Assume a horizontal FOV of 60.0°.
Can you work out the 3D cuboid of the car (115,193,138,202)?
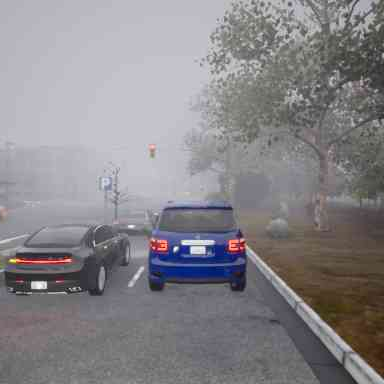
[{"bbox_3d":[-13.598,1.196,68.883,4.553,1.767,2.185,-1,0,-14],"label":"car"}]

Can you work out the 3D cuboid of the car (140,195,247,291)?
[{"bbox_3d":[0.126,1.233,9.187,2.150,2.045,5.566,0,0,0],"label":"car"}]

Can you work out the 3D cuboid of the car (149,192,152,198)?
[{"bbox_3d":[-12.517,1.360,77.887,4.674,1.452,2.002,-1,0,-13],"label":"car"}]

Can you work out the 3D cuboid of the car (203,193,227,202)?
[{"bbox_3d":[4.775,1.142,68.474,4.553,1.767,2.185,1,0,-14],"label":"car"}]

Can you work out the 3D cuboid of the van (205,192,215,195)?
[{"bbox_3d":[4.386,1.043,65.505,4.442,1.987,1.878,1,0,-14],"label":"van"}]

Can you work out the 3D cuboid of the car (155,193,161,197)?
[{"bbox_3d":[-11.316,1.358,86.869,4.674,1.452,2.002,-1,0,-12],"label":"car"}]

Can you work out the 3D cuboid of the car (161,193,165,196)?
[{"bbox_3d":[-10.861,1.065,89.875,5.566,2.045,2.435,-1,0,-12],"label":"car"}]

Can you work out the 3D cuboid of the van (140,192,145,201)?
[{"bbox_3d":[-13.127,1.093,71.922,4.442,1.987,1.878,-1,0,-14],"label":"van"}]

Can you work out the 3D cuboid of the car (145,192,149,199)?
[{"bbox_3d":[-12.895,1.322,74.893,4.892,1.521,2.231,-1,0,-13],"label":"car"}]

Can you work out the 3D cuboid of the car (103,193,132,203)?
[{"bbox_3d":[-14.345,1.358,62.940,4.792,1.488,2.163,-1,0,-15],"label":"car"}]

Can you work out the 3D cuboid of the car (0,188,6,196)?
[{"bbox_3d":[-31.080,0.137,53.834,2.002,1.452,4.674,6,-3,-19],"label":"car"}]

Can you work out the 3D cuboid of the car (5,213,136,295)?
[{"bbox_3d":[-2.877,1.515,8.702,1.837,1.490,4.892,0,0,0],"label":"car"}]

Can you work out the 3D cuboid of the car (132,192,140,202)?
[{"bbox_3d":[-13.696,1.316,65.931,5.366,1.575,1.946,-1,0,-15],"label":"car"}]

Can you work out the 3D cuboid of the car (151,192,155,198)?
[{"bbox_3d":[-12.141,1.359,80.888,4.674,1.452,2.002,-1,0,-13],"label":"car"}]

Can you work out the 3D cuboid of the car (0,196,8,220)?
[{"bbox_3d":[-16.588,1.404,25.137,4.553,1.767,2.185,-1,0,-19],"label":"car"}]

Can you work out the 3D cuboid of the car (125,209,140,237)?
[{"bbox_3d":[-2.816,1.589,17.588,1.994,1.385,4.181,0,0,1],"label":"car"}]

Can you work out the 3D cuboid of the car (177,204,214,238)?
[{"bbox_3d":[0.202,1.531,19.046,1.837,1.490,4.892,0,0,0],"label":"car"}]

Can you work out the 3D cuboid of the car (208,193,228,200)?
[{"bbox_3d":[6.589,1.130,83.170,4.553,1.767,2.185,1,0,-12],"label":"car"}]

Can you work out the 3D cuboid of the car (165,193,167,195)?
[{"bbox_3d":[-10.435,1.316,92.853,5.008,1.535,2.097,-1,0,-11],"label":"car"}]
